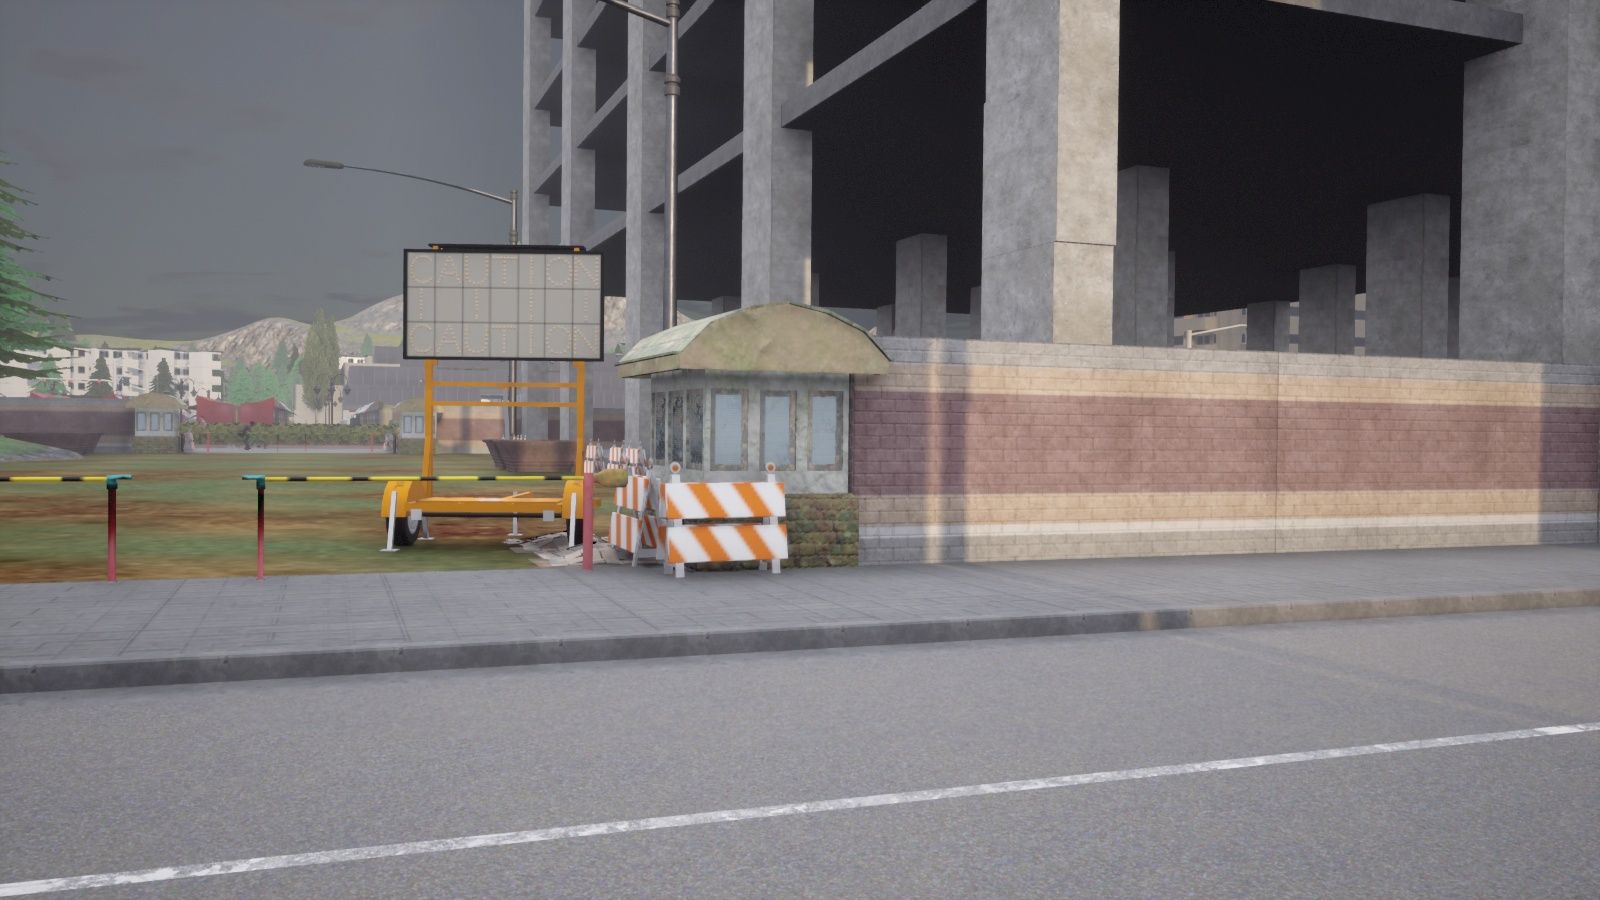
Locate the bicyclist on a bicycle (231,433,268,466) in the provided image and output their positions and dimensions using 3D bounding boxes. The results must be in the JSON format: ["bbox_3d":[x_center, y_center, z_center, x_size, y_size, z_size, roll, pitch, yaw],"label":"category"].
[{"bbox_3d":[-27.943,-0.039,63.728,1.656,1.620,0.582,-1,1,-20],"label":"bicyclist on a bicycle"}]
